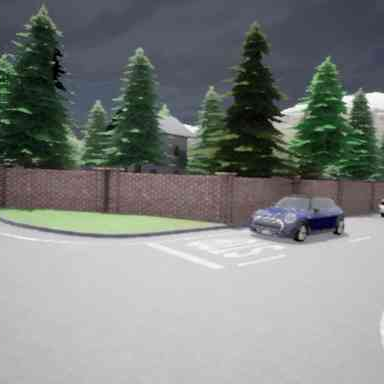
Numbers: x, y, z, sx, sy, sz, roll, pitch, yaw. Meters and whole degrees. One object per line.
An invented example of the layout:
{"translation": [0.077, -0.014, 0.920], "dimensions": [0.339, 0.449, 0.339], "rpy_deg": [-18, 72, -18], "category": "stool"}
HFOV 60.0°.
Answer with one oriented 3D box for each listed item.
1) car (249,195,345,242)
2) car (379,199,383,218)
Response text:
{"translation": [4.474, 0.912, 13.887], "dimensions": [4.553, 1.767, 2.097], "rpy_deg": [0, 4, -40], "category": "car"}
{"translation": [14.869, 0.758, 22.717], "dimensions": [5.566, 2.045, 2.150], "rpy_deg": [-1, 4, -40], "category": "car"}
